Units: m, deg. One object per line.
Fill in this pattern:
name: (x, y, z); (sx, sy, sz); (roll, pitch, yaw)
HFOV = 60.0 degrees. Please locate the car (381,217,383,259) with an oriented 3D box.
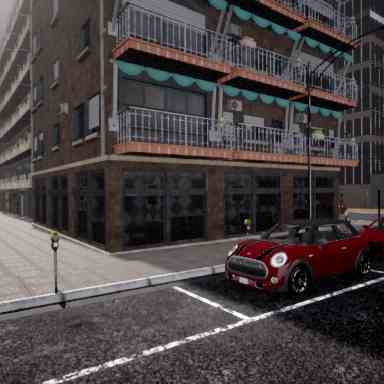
car: (7.264, 1.543, 11.743); (4.507, 1.381, 1.887); (0, -1, -35)

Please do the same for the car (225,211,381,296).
car: (2.764, 1.439, 8.538); (4.097, 1.590, 1.967); (0, -1, -35)

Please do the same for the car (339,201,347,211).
car: (16.533, 1.746, 40.629); (1.967, 1.590, 4.097); (-2, 0, -36)
